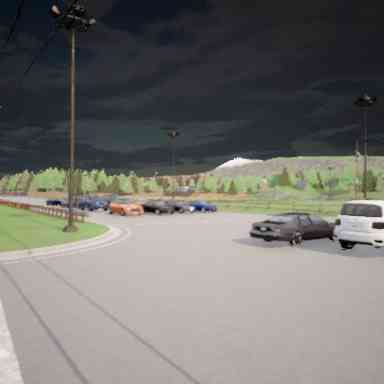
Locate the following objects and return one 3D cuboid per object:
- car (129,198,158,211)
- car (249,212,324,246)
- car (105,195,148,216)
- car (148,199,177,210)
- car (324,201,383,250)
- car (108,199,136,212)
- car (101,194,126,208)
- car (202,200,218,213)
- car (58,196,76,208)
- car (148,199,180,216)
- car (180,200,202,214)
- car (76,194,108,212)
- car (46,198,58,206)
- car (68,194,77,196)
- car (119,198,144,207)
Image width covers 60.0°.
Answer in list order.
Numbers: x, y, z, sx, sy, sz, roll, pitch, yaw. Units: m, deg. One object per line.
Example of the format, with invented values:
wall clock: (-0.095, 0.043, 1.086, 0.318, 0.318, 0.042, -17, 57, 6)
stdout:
car: (-6.866, 1.715, 46.462, 1.882, 1.535, 5.008, 1, 0, -36)
car: (5.164, 1.698, 16.032, 5.357, 1.411, 2.033, 1, 0, -36)
car: (-6.835, 1.511, 34.441, 2.097, 1.767, 4.553, 1, 0, -36)
car: (-4.405, 1.768, 49.072, 2.128, 1.511, 4.902, 1, 0, -36)
car: (8.232, 1.386, 13.922, 5.566, 2.045, 2.150, 1, -1, -36)
car: (-9.248, 1.702, 43.760, 1.837, 1.490, 4.892, 1, 0, -36)
car: (-13.104, 1.458, 55.206, 2.150, 2.045, 5.566, 1, 0, -36)
car: (1.130, 1.755, 41.355, 1.882, 1.535, 5.008, 1, 0, -36)
car: (-18.272, 1.721, 50.322, 1.994, 1.385, 4.181, 1, 0, -36)
car: (-3.747, 1.676, 36.141, 1.882, 1.535, 5.008, 1, 0, -36)
car: (-1.439, 1.730, 38.926, 2.128, 1.511, 4.902, 1, 0, -36)
car: (-12.451, 1.379, 42.209, 2.150, 2.045, 5.566, 1, 0, -36)
car: (-24.219, 1.757, 58.616, 1.895, 1.301, 4.718, 1, 0, -36)
car: (-21.070, 1.417, 60.242, 2.150, 2.045, 5.566, 1, 0, -36)
car: (-10.535, 1.823, 57.619, 2.033, 1.411, 5.357, 1, 0, -36)
